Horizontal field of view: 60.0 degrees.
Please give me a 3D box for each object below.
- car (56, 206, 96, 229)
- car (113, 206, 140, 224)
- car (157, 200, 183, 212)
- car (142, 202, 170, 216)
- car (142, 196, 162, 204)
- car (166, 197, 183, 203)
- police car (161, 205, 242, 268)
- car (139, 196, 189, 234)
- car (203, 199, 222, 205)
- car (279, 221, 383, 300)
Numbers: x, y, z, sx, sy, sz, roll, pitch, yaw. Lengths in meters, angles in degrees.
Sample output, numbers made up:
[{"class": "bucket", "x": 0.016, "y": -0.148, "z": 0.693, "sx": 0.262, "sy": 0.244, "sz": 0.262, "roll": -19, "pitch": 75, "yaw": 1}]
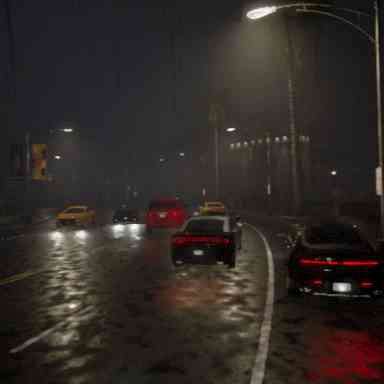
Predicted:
[{"class": "car", "x": -8.608, "y": 1.831, "z": 25.012, "sx": 1.882, "sy": 1.535, "sz": 5.008, "roll": -1, "pitch": 0, "yaw": -4}, {"class": "car", "x": -5.398, "y": 1.862, "z": 27.725, "sx": 1.994, "sy": 1.385, "sz": 4.181, "roll": -1, "pitch": 0, "yaw": -7}, {"class": "car", "x": -3.030, "y": 1.874, "z": 44.285, "sx": 1.812, "sy": 1.442, "sz": 4.674, "roll": -1, "pitch": 0, "yaw": -26}, {"class": "car", "x": -4.280, "y": 1.889, "z": 38.584, "sx": 2.033, "sy": 1.411, "sz": 5.357, "roll": -1, "pitch": 0, "yaw": -20}, {"class": "car", "x": -9.532, "y": 1.974, "z": 79.623, "sx": 4.553, "sy": 1.767, "sz": 2.185, "roll": -2, "pitch": 0, "yaw": 42}, {"class": "car", "x": -4.484, "y": 2.047, "z": 85.304, "sx": 4.193, "sy": 1.474, "sz": 1.816, "roll": -2, "pitch": 0, "yaw": 42}, {"class": "police car", "x": 0.698, "y": 1.484, "z": 11.743, "sx": 1.930, "sy": 1.638, "sz": 5.238, "roll": -1, "pitch": 0, "yaw": 12}, {"class": "car", "x": -1.466, "y": 1.390, "z": 20.922, "sx": 2.150, "sy": 2.045, "sz": 5.566, "roll": -1, "pitch": 0, "yaw": 4}, {"class": "car", "x": 1.712, "y": 1.619, "z": 28.464, "sx": 1.882, "sy": 1.535, "sz": 5.008, "roll": -1, "pitch": -1, "yaw": -6}, {"class": "car", "x": 3.286, "y": 1.483, "z": 8.399, "sx": 1.837, "sy": 1.490, "sz": 4.892, "roll": -1, "pitch": 0, "yaw": 14}]
